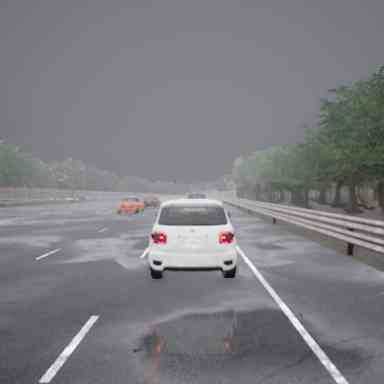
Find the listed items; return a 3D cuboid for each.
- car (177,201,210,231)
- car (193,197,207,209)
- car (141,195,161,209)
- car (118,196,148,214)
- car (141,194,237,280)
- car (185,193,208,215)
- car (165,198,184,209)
[{"bbox_3d":[0.147,1.428,21.290,1.882,1.535,5.008,0,0,1],"label":"car"},{"bbox_3d":[1.172,1.535,48.149,1.837,1.490,4.892,0,0,2],"label":"car"},{"bbox_3d":[-5.847,1.399,47.833,2.097,1.767,4.553,0,0,2],"label":"car"},{"bbox_3d":[-6.340,1.348,35.279,2.097,1.767,4.553,0,0,2],"label":"car"},{"bbox_3d":[0.029,1.200,10.075,2.150,2.045,5.566,0,0,0],"label":"car"},{"bbox_3d":[0.551,1.178,34.800,2.150,2.045,5.566,0,0,2],"label":"car"},{"bbox_3d":[-2.389,1.578,46.770,2.033,1.411,5.357,0,0,3],"label":"car"}]
